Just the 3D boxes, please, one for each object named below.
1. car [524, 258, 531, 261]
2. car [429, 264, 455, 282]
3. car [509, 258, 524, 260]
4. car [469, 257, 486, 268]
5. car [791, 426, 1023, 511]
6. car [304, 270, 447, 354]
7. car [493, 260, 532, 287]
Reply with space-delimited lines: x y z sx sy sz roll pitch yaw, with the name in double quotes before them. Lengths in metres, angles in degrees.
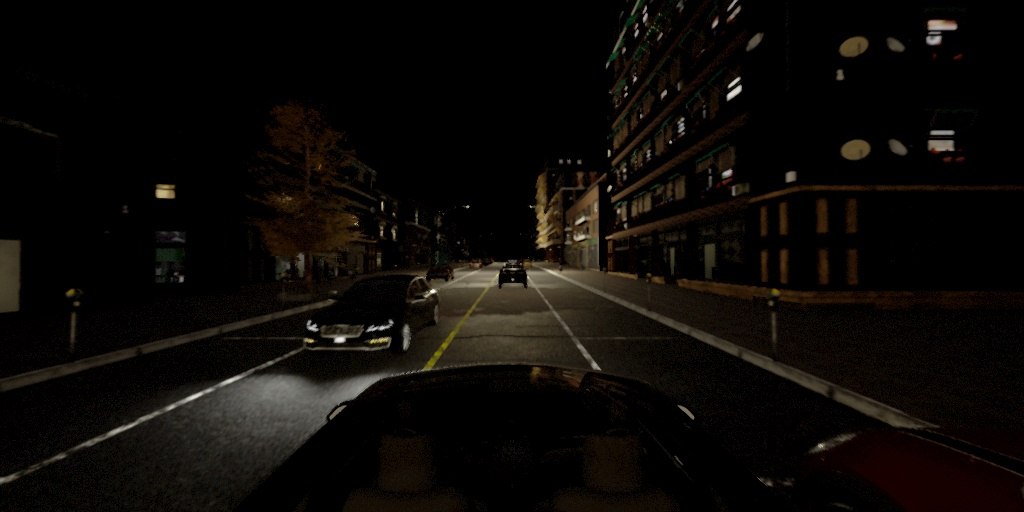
"car" 2.692 1.230 63.300 1.751 1.417 4.829 0 0 0
"car" -5.689 1.310 28.949 1.802 1.307 4.207 0 0 0
"car" 0.098 1.205 48.445 2.128 1.511 4.902 0 0 0
"car" -5.689 1.148 57.382 1.967 1.591 4.097 0 0 0
"car" 2.691 1.191 0.576 1.967 1.591 4.097 0 0 0
"car" -3.044 1.250 8.807 1.837 1.490 4.892 0 0 0
"car" 0.065 1.225 24.070 2.128 1.511 4.902 0 0 0
